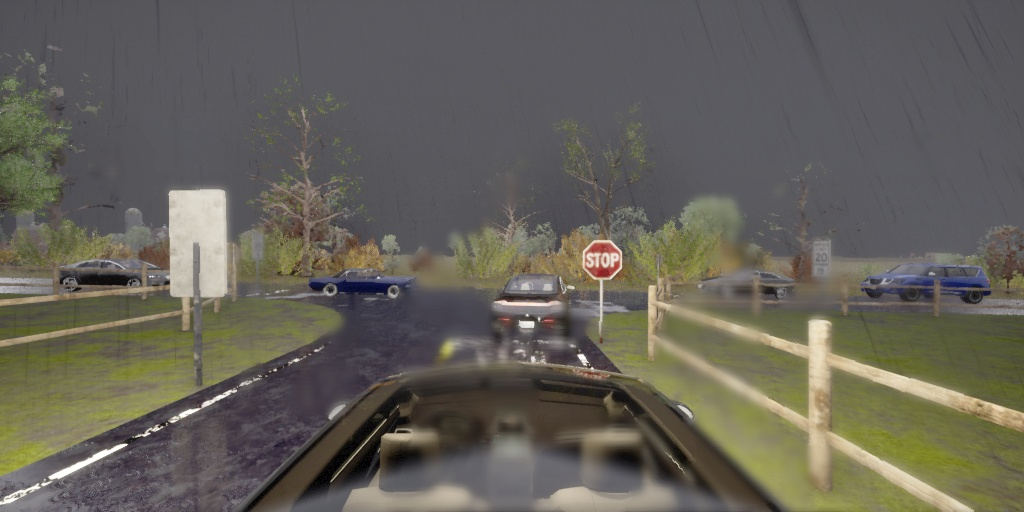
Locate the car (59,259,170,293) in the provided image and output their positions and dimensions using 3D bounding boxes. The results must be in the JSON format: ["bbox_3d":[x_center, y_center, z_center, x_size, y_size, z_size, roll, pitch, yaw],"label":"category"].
[{"bbox_3d":[-18.489,0.885,17.034,4.902,1.511,2.128,1,1,0],"label":"car"}]

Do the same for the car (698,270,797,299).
[{"bbox_3d":[13.005,1.525,19.944,4.902,1.511,2.128,1,1,0],"label":"car"}]

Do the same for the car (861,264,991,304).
[{"bbox_3d":[22.900,1.467,19.932,5.566,2.045,2.150,1,1,0],"label":"car"}]

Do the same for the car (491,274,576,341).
[{"bbox_3d":[0.707,1.240,9.986,2.128,1.511,4.902,0,0,9],"label":"car"}]

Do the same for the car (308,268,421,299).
[{"bbox_3d":[-6.821,1.248,17.017,4.718,1.301,1.895,1,1,0],"label":"car"}]
